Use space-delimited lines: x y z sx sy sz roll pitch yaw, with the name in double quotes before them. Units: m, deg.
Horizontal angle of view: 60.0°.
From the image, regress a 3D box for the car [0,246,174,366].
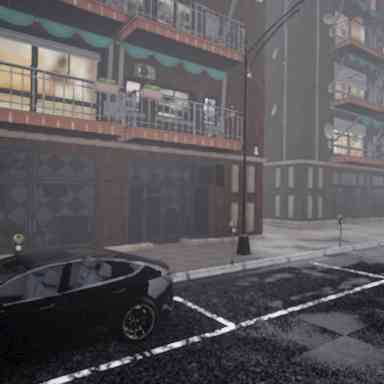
"car" -2.291 1.570 4.909 4.313 1.339 1.947 0 1 -35
